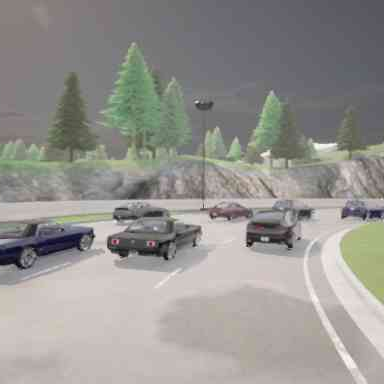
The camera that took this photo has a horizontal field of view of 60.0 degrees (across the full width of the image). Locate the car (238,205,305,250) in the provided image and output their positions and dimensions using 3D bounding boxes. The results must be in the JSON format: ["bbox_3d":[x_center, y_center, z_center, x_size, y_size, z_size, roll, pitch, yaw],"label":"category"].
[{"bbox_3d":[3.691,1.520,14.651,1.837,1.490,4.892,0,0,24],"label":"car"}]

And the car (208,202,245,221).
[{"bbox_3d":[3.132,1.519,26.870,1.812,1.442,4.674,0,0,38],"label":"car"}]

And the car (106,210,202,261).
[{"bbox_3d":[-1.083,1.573,12.222,1.895,1.301,4.718,1,0,18],"label":"car"}]

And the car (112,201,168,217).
[{"bbox_3d":[-3.516,1.425,23.780,2.128,1.511,4.902,0,0,30],"label":"car"}]

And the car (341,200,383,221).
[{"bbox_3d":[14.824,1.455,28.713,4.553,1.767,2.097,0,0,-40],"label":"car"}]

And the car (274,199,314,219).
[{"bbox_3d":[8.339,1.395,27.489,2.097,1.767,4.553,1,0,42],"label":"car"}]

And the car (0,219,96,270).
[{"bbox_3d":[-5.120,1.536,10.879,1.895,1.301,4.718,1,0,15],"label":"car"}]
